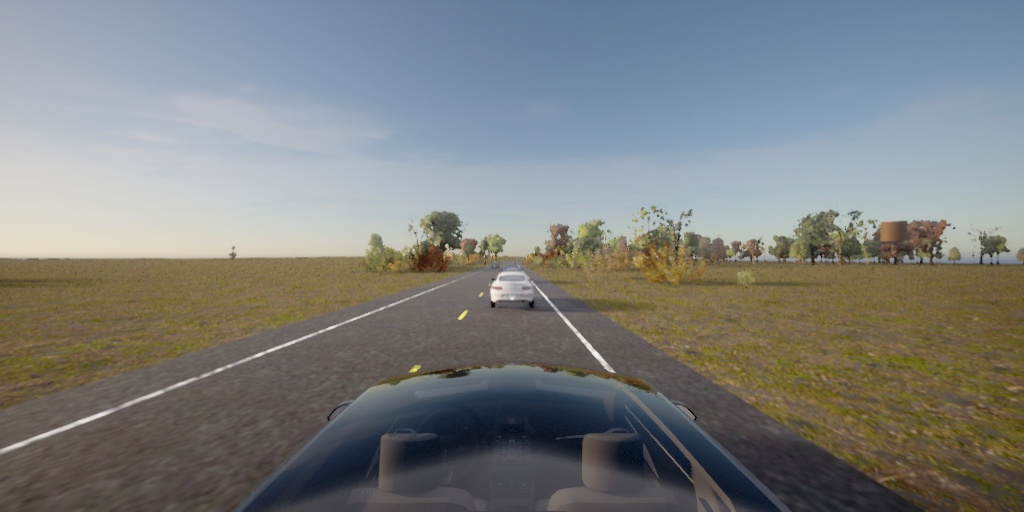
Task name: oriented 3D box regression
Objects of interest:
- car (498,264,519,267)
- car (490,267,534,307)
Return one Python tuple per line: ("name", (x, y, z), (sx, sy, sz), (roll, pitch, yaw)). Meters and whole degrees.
("car", (0.021, 1.555, 31.213), (1.812, 1.442, 4.674), (0, 0, 0))
("car", (0.013, 1.417, 16.213), (1.812, 1.442, 4.674), (0, 0, 0))
